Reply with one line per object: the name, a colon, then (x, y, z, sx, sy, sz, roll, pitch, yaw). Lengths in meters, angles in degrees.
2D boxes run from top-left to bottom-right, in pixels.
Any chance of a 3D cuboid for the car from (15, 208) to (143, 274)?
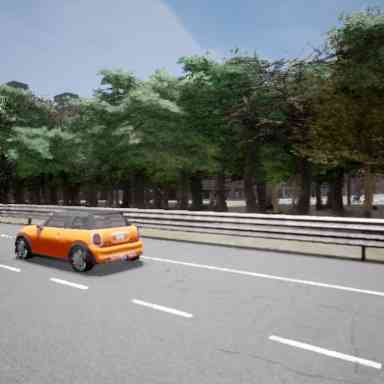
car: (-3.806, 1.357, 10.888, 4.553, 1.767, 2.097, 0, 0, 36)
